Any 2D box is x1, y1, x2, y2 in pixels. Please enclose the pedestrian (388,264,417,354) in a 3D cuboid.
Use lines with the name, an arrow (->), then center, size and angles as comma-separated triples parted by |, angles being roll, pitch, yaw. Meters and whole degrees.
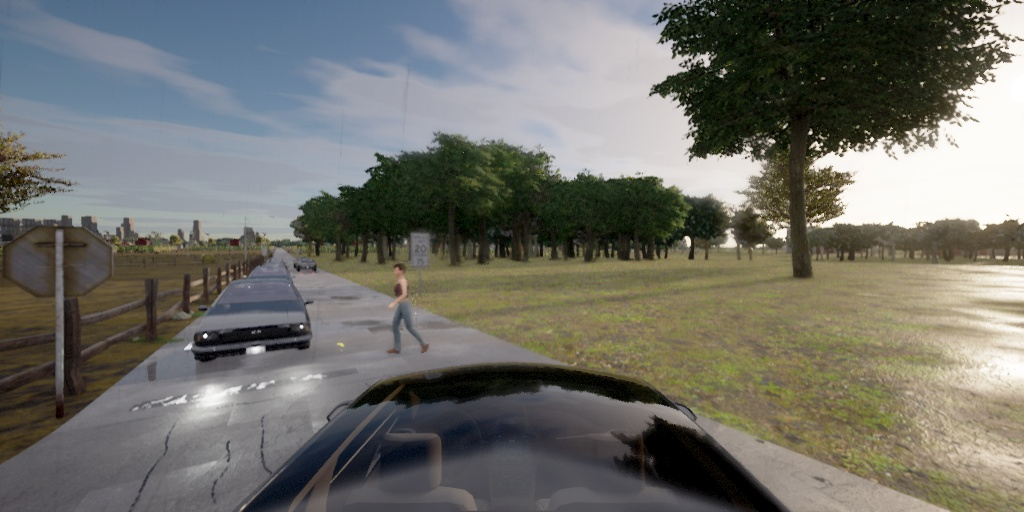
pedestrian -> -2.182, 1.021, 7.142 | 0.375, 1.860, 0.375 | 0, 0, -33

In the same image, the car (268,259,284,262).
car -> -17.235, 1.151, 25.902 | 1.994, 1.385, 4.181 | 0, 0, -33

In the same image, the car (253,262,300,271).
car -> -11.626, 1.197, 17.256 | 2.033, 1.411, 5.357 | 0, 0, -33

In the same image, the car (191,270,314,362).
car -> -5.963, 1.258, 8.552 | 2.033, 1.411, 5.357 | 0, 0, -33

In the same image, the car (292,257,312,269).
car -> -29.066, 0.894, 49.488 | 2.128, 1.511, 4.902 | 0, 1, -33

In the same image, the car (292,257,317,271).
car -> -23.424, 0.976, 40.813 | 2.128, 1.511, 4.902 | 0, 0, -33
